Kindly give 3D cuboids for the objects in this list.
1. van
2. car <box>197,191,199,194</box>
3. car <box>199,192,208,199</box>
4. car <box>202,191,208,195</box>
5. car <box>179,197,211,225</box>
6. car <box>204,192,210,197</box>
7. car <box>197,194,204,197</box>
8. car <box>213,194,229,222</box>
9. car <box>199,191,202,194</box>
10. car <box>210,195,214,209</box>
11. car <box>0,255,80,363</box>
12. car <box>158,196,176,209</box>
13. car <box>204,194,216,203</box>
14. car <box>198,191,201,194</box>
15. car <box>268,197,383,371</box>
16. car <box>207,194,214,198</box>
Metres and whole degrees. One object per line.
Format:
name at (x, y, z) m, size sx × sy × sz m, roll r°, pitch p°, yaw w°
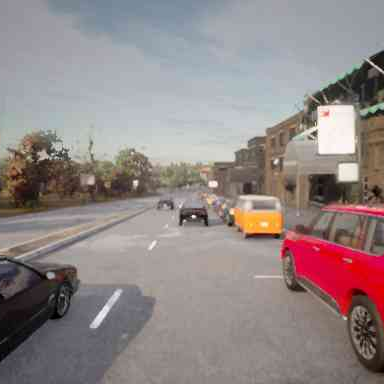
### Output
van at (3.230, 1.173, 17.037) m, size 1.878 × 1.987 × 4.442 m, roll 0°, pitch 0°, yaw 0°
car at (3.226, 0.833, 83.250) m, size 2.435 × 2.045 × 5.566 m, roll 0°, pitch 0°, yaw 0°
car at (3.219, 0.907, 94.242) m, size 2.185 × 1.767 × 4.553 m, roll 0°, pitch 0°, yaw 0°
car at (3.241, 1.091, 55.440) m, size 2.185 × 1.767 × 4.553 m, roll 0°, pitch 0°, yaw 0°
car at (0.101, 1.367, 23.128) m, size 1.882 × 1.535 × 5.008 m, roll 0°, pitch 0°, yaw 0°
car at (3.237, 1.239, 50.131) m, size 1.946 × 1.575 × 5.366 m, roll 0°, pitch 0°, yaw 0°
car at (0.111, 1.352, 41.138) m, size 2.033 × 1.411 × 5.357 m, roll 0°, pitch 0°, yaw 0°
car at (3.232, 1.221, 27.939) m, size 2.185 × 1.767 × 4.553 m, roll 0°, pitch 0°, yaw 0°
car at (3.232, 1.139, 72.042) m, size 2.231 × 1.521 × 4.892 m, roll 0°, pitch 0°, yaw 0°
car at (3.234, 1.361, 33.369) m, size 2.002 × 1.452 × 4.674 m, roll 0°, pitch 0°, yaw 0°
car at (-3.148, 1.527, 4.198) m, size 2.033 × 1.411 × 5.357 m, roll 0°, pitch 0°, yaw 0°
car at (-3.139, 1.309, 41.073) m, size 1.837 × 1.490 × 4.892 m, roll 0°, pitch 0°, yaw 0°
car at (3.240, 1.186, 61.184) m, size 1.946 × 1.575 × 5.366 m, roll 0°, pitch 0°, yaw 0°
car at (3.231, 1.112, 77.568) m, size 2.231 × 1.521 × 4.892 m, roll 0°, pitch 0°, yaw 0°
car at (3.227, 1.201, 5.773) m, size 2.435 × 2.045 × 5.566 m, roll 0°, pitch 0°, yaw 0°
car at (3.235, 1.296, 38.890) m, size 2.231 × 1.521 × 4.892 m, roll 0°, pitch 0°, yaw 0°
